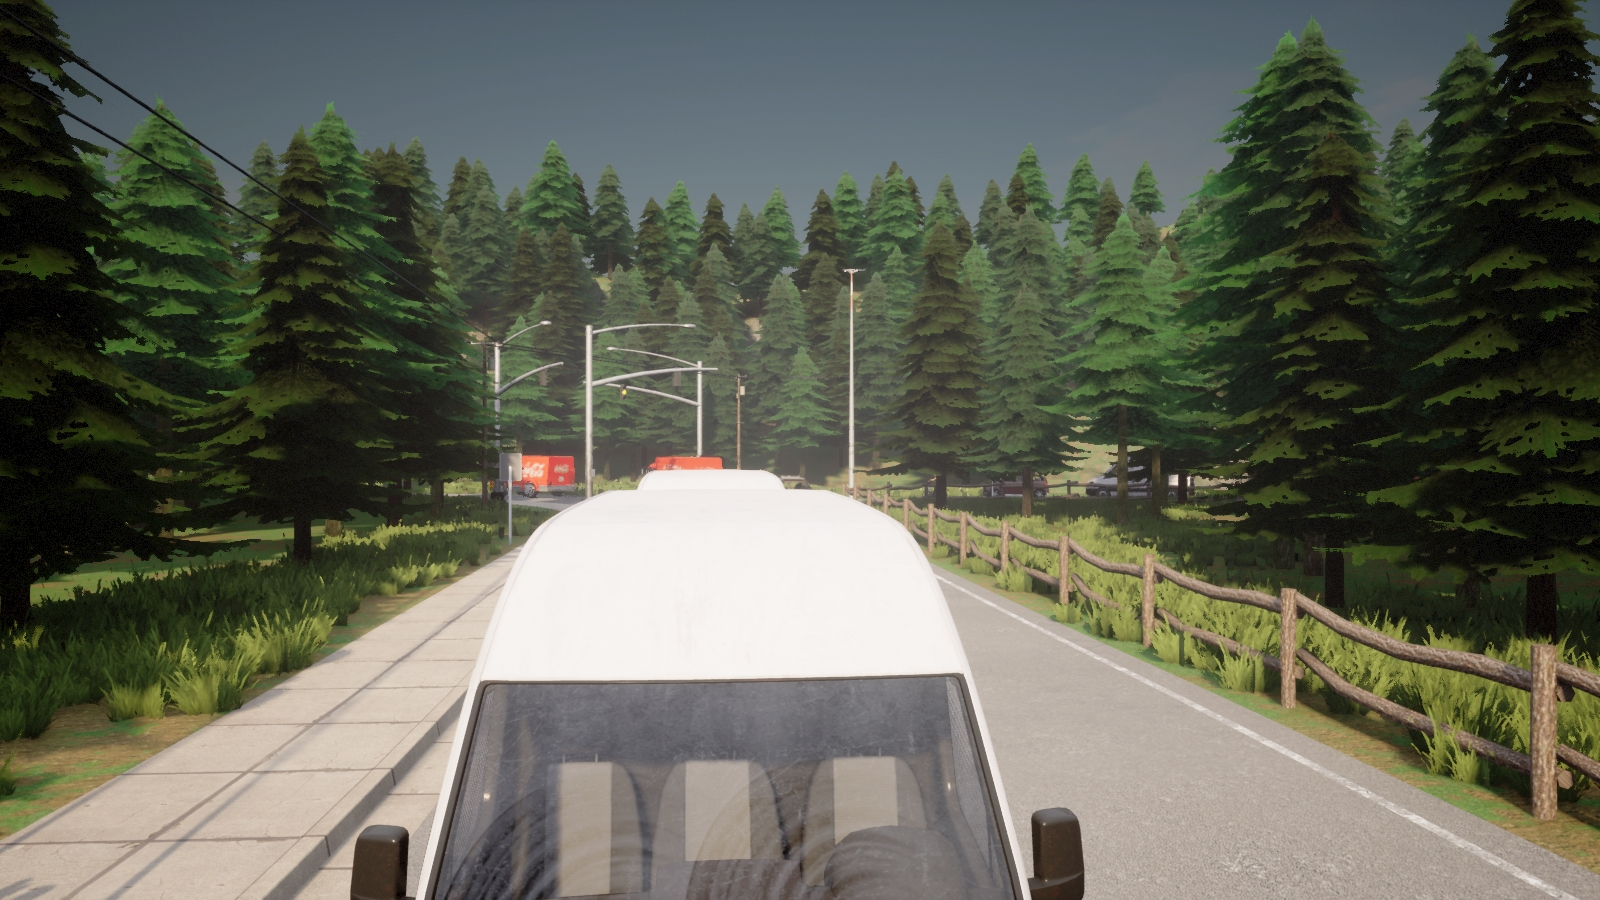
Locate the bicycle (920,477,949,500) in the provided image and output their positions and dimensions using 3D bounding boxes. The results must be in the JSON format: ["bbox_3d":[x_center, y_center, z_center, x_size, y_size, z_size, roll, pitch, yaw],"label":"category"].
[{"bbox_3d":[7.650,2.158,64.900,1.487,1.276,0.859,0,0,-7],"label":"bicycle"}]

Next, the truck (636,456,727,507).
[{"bbox_3d":[-6.117,1.553,58.411,2.627,2.467,5.204,0,0,-32],"label":"truck"}]

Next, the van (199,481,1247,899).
[{"bbox_3d":[-0.344,1.499,5.120,1.988,2.561,5.915,0,0,-5],"label":"van"}]

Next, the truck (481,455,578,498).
[{"bbox_3d":[-16.082,1.541,67.900,5.204,2.467,2.627,0,0,31],"label":"truck"}]

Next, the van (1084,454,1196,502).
[{"bbox_3d":[19.038,1.535,64.038,5.915,2.561,1.988,0,0,19],"label":"van"}]
